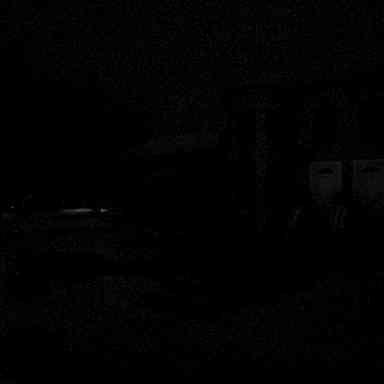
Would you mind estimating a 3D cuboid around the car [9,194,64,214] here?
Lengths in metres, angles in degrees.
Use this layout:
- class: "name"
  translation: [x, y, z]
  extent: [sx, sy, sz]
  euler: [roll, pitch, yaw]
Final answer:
- class: "car"
  translation: [-16.828, 1.215, 36.418]
  extent: [2.150, 2.045, 5.566]
  euler: [0, 0, 36]

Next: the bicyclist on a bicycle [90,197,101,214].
- class: "bicyclist on a bicycle"
  translation: [-9.401, 1.339, 32.337]
  extent: [1.656, 1.620, 0.582]
  euler: [0, 1, 36]

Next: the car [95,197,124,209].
- class: "car"
  translation: [-10.770, 1.471, 44.721]
  extent: [1.882, 1.535, 5.008]
  euler: [0, 0, 36]
